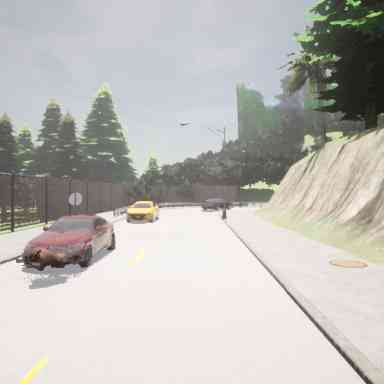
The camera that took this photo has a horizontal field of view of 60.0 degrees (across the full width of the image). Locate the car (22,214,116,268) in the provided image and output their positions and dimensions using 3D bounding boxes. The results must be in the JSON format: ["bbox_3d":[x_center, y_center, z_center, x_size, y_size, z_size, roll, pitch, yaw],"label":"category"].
[{"bbox_3d":[-3.929,1.526,11.474,1.812,1.442,4.674,0,0,1],"label":"car"}]

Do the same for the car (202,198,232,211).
[{"bbox_3d":[3.108,1.493,40.002,2.128,1.511,4.902,0,0,36],"label":"car"}]

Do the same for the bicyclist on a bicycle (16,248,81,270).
[{"bbox_3d":[-3.714,1.742,8.504,1.656,0.582,1.620,4,-18,-14],"label":"bicyclist on a bicycle"}]

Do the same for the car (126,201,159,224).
[{"bbox_3d":[-3.680,1.478,25.356,1.882,1.535,5.008,0,0,1],"label":"car"}]
